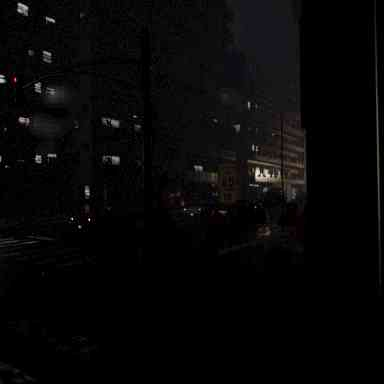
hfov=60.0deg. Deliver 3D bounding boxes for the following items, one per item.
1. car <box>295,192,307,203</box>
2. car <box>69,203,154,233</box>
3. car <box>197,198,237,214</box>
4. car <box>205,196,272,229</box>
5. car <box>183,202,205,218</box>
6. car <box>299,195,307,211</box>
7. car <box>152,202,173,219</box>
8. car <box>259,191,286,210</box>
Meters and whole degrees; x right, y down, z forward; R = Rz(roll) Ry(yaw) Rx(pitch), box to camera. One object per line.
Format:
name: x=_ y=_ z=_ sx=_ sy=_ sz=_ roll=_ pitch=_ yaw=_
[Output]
car: x=19.221 y=0.934 z=56.918 sx=2.192 sy=1.841 sz=5.009 roll=-1 pitch=0 yaw=36
car: x=-4.696 y=1.514 z=19.429 sx=1.895 sy=1.301 sz=4.718 roll=-1 pitch=0 yaw=35
car: x=2.620 y=1.387 z=33.973 sx=2.008 sy=1.369 sz=4.403 roll=-1 pitch=0 yaw=36
car: x=2.857 y=1.202 z=19.821 sx=1.967 sy=1.590 sz=4.097 roll=-1 pitch=0 yaw=36
car: x=1.278 y=1.433 z=27.713 sx=1.895 sy=1.301 sz=4.718 roll=-1 pitch=0 yaw=36
car: x=12.729 y=1.197 z=33.650 sx=1.947 sy=1.339 sz=4.313 roll=-1 pitch=0 yaw=36
car: x=-3.376 y=1.462 z=25.842 sx=1.887 sy=1.381 sz=4.507 roll=-1 pitch=0 yaw=36
car: x=8.962 y=0.954 z=38.319 sx=2.150 sy=2.045 sz=5.566 roll=-1 pitch=-1 yaw=36
